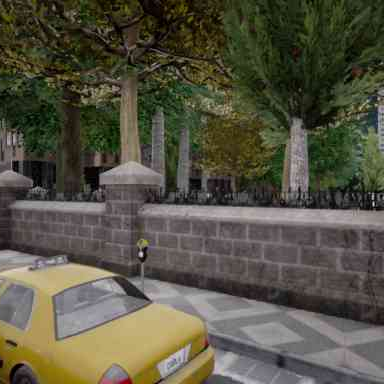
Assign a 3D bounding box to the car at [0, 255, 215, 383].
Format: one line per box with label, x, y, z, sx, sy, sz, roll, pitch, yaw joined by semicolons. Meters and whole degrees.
car;-2.042;1.525;4.413;4.829;1.417;1.752;0;0;35
